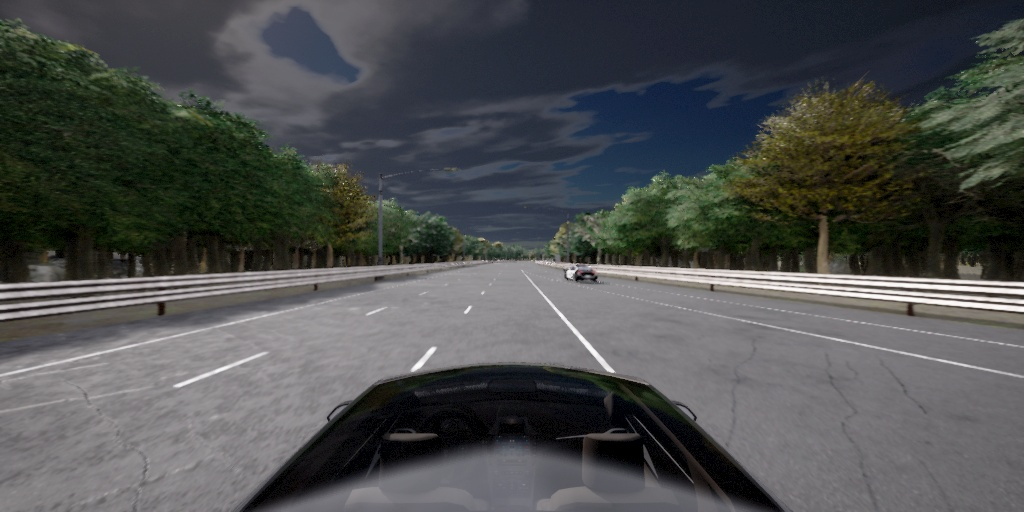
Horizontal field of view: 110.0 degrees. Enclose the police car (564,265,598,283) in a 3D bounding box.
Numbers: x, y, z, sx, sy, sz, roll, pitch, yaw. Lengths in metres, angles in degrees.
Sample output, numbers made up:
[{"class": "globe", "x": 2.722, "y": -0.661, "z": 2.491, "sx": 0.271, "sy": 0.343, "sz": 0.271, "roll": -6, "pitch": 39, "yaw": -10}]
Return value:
[{"class": "police car", "x": 6.167, "y": 1.597, "z": 32.960, "sx": 2.038, "sy": 1.542, "sz": 4.974, "roll": 1, "pitch": -1, "yaw": -7}]
